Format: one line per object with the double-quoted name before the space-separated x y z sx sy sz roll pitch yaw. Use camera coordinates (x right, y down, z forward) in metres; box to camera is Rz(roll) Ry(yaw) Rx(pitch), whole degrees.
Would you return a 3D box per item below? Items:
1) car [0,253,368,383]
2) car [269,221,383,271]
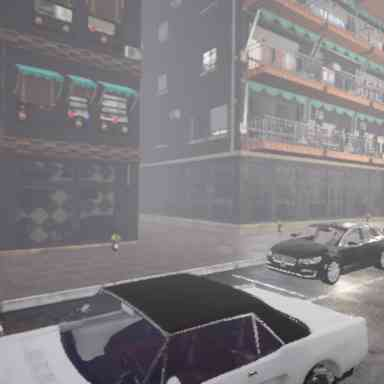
"car" -0.461 1.597 3.045 4.718 1.301 1.895 0 0 -35
"car" 3.988 1.526 9.341 4.403 1.369 2.008 0 1 -35
